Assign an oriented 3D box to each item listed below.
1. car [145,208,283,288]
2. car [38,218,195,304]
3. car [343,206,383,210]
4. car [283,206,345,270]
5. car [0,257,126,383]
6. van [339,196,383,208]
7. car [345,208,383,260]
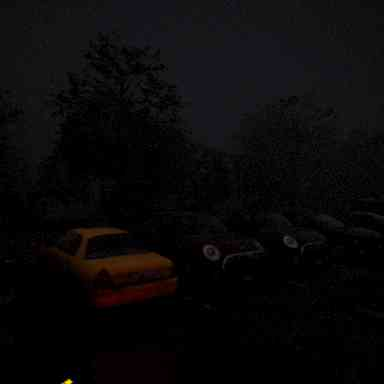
[{"bbox_3d":[-0.002,1.366,9.485,2.185,1.767,4.553,0,0,-36],"label":"car"},{"bbox_3d":[-2.351,1.482,7.997,1.946,1.575,5.366,0,0,-36],"label":"car"},{"bbox_3d":[6.797,1.549,14.295,2.002,1.452,4.674,0,0,-36],"label":"car"},{"bbox_3d":[2.258,1.372,11.097,2.185,1.767,4.553,0,0,-36],"label":"car"},{"bbox_3d":[-2.949,1.523,1.890,4.674,1.442,1.812,0,0,-36],"label":"car"},{"bbox_3d":[8.988,1.289,16.005,1.878,1.987,4.442,0,0,-36],"label":"van"},{"bbox_3d":[4.533,1.503,12.689,2.097,1.535,5.008,0,0,-36],"label":"car"}]
